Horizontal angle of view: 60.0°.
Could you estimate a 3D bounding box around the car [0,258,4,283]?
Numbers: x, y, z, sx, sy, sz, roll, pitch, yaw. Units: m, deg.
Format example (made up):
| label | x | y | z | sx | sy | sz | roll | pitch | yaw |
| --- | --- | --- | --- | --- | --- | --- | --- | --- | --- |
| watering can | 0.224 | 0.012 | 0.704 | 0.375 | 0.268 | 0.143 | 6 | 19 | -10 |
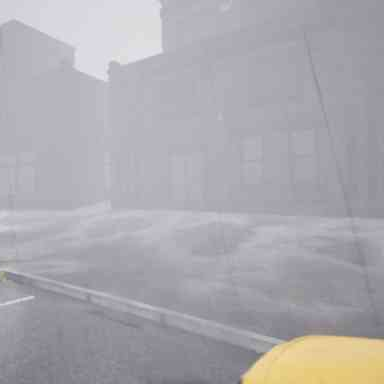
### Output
| label | x | y | z | sx | sy | sz | roll | pitch | yaw |
| --- | --- | --- | --- | --- | --- | --- | --- | --- | --- |
| car | -6.461 | 1.429 | 7.713 | 5.366 | 1.575 | 1.946 | 0 | 0 | 34 |
